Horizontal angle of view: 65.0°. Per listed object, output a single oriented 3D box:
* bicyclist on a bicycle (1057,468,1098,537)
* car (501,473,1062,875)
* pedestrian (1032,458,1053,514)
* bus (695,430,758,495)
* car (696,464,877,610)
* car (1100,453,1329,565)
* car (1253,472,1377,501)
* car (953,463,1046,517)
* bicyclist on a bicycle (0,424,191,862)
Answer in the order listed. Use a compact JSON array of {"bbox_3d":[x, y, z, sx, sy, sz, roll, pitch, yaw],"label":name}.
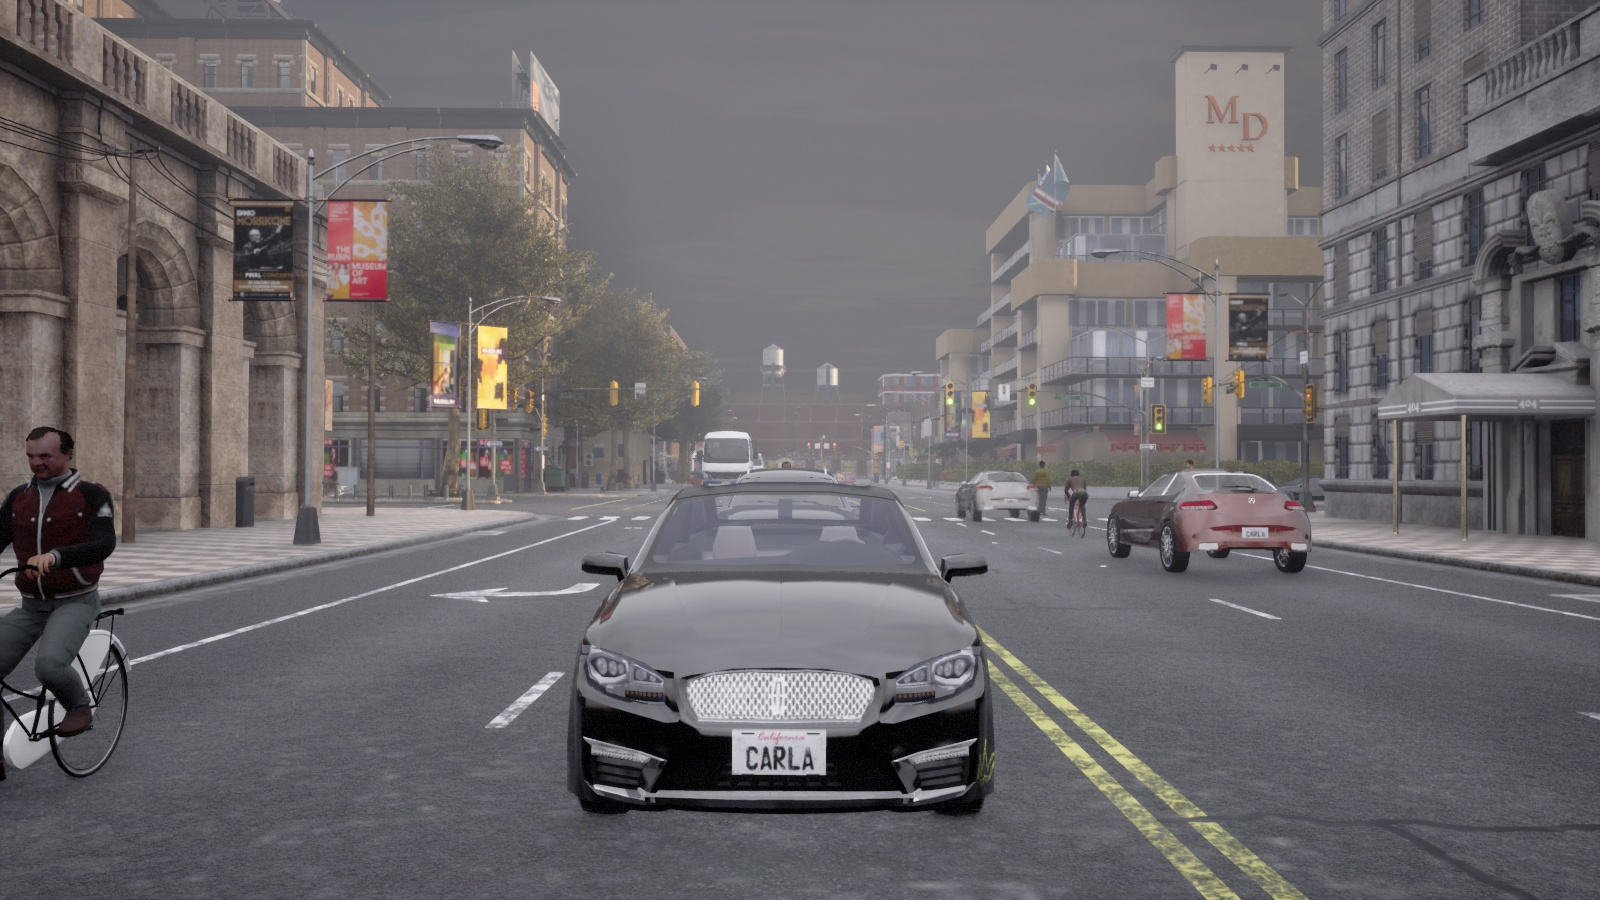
[{"bbox_3d":[6.643,1.246,30.147,0.582,1.620,1.656,0,-1,-1],"label":"bicyclist on a bicycle"},{"bbox_3d":[-0.075,0.892,7.228,2.128,1.511,4.902,0,-1,0],"label":"car"},{"bbox_3d":[8.035,1.191,41.583,0.431,1.840,0.709,-1,-1,35],"label":"pedestrian"},{"bbox_3d":[-4.931,0.914,86.961,3.944,4.253,10.273,0,-1,-1],"label":"bus"},{"bbox_3d":[-0.165,1.024,16.622,2.033,1.649,4.856,0,-1,0],"label":"car"},{"bbox_3d":[6.791,0.922,21.273,2.152,1.651,5.027,0,-1,-1],"label":"car"},{"bbox_3d":[25.783,1.814,63.007,5.357,1.411,2.033,0,-1,-1],"label":"car"},{"bbox_3d":[6.434,1.257,41.149,2.152,1.651,5.027,0,-1,-1],"label":"car"},{"bbox_3d":[-3.575,0.796,5.776,0.659,1.776,1.843,0,-1,0],"label":"bicyclist on a bicycle"}]
